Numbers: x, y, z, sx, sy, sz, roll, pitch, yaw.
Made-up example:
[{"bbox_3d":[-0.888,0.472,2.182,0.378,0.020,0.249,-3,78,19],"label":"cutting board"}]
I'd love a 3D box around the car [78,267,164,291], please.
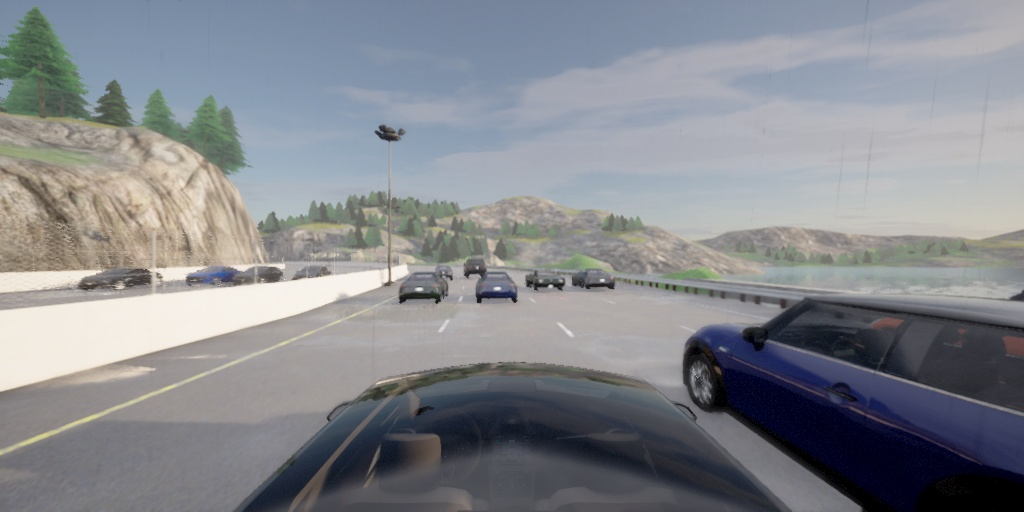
[{"bbox_3d":[-26.450,1.517,24.494,1.837,1.490,4.892,0,-1,-9],"label":"car"}]

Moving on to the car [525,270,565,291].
[{"bbox_3d":[2.078,1.570,23.983,1.895,1.301,4.718,0,-1,-7],"label":"car"}]

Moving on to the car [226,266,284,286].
[{"bbox_3d":[-20.013,1.549,28.553,1.837,1.490,4.892,0,-1,-10],"label":"car"}]

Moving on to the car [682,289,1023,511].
[{"bbox_3d":[3.488,1.114,3.278,2.097,1.767,4.553,0,0,0],"label":"car"}]

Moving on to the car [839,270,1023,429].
[{"bbox_3d":[6.967,1.118,4.182,2.097,1.767,4.553,0,-1,-1],"label":"car"}]

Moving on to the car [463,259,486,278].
[{"bbox_3d":[-4.162,1.358,39.906,2.150,2.045,5.566,0,0,-12],"label":"car"}]

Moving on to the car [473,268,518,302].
[{"bbox_3d":[-0.846,1.481,18.333,1.994,1.385,4.181,0,-1,-5],"label":"car"}]

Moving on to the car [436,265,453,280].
[{"bbox_3d":[-6.882,1.646,35.840,2.033,1.411,5.357,0,-1,-11],"label":"car"}]

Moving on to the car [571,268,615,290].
[{"bbox_3d":[5.479,1.535,24.708,1.994,1.385,4.181,0,-1,-7],"label":"car"}]

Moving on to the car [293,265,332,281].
[{"bbox_3d":[-16.780,1.563,30.395,1.837,1.490,4.892,0,-1,-10],"label":"car"}]

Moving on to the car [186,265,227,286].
[{"bbox_3d":[-23.576,1.528,28.678,1.882,1.535,5.008,0,-1,-10],"label":"car"}]

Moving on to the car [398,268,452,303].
[{"bbox_3d":[-4.331,1.482,18.017,1.994,1.385,4.181,0,-1,-5],"label":"car"}]
